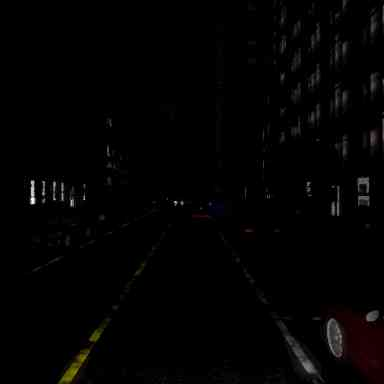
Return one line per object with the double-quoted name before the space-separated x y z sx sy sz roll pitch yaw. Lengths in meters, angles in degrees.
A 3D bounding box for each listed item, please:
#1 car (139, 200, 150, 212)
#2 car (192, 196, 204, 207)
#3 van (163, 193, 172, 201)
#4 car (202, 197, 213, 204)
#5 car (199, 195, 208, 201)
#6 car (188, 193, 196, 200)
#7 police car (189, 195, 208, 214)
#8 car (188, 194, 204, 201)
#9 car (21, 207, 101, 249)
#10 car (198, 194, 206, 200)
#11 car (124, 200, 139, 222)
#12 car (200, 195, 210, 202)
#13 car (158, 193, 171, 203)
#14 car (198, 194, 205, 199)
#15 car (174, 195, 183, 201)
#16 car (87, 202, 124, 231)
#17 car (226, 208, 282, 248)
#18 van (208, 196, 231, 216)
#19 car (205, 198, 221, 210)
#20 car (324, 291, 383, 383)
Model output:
"car" -5.691 1.538 37.162 1.802 1.307 4.206 0 0 0
"car" 0.900 1.391 50.676 1.801 1.575 5.366 0 0 0
"van" -5.689 1.224 77.010 1.690 1.788 3.998 0 0 0
"car" 2.691 1.503 59.929 1.802 1.307 4.206 0 0 0
"car" 2.691 1.434 77.007 2.008 1.369 4.403 0 0 0
"car" 0.000 1.170 85.218 2.097 1.767 4.553 0 0 0
"police car" 0.900 1.386 34.596 1.930 1.638 5.238 0 0 0
"car" 0.851 1.297 44.448 2.097 1.767 4.553 0 0 -1
"car" -5.691 1.541 14.393 2.008 1.369 4.403 0 0 0
"car" 2.692 1.288 88.391 1.967 1.590 4.097 0 0 0
"car" -5.691 1.525 25.778 2.008 1.369 4.403 0 0 0
"car" 2.691 1.448 71.314 2.008 1.369 4.403 0 0 0
"car" -5.690 1.461 65.625 2.008 1.369 4.403 0 0 0
"car" 2.691 1.271 94.083 1.967 1.590 4.097 0 0 0
"car" -3.000 1.372 76.635 1.812 1.442 4.674 0 0 0
"car" -5.691 1.423 20.086 1.967 1.590 4.097 0 0 0
"car" 2.690 1.572 14.391 1.802 1.307 4.206 0 0 0
"van" 2.690 1.306 31.467 1.690 1.788 3.998 0 0 0
"car" 2.690 1.529 42.852 1.802 1.307 4.206 0 0 0
"car" 2.689 1.580 3.003 1.802 1.307 4.206 0 0 0
